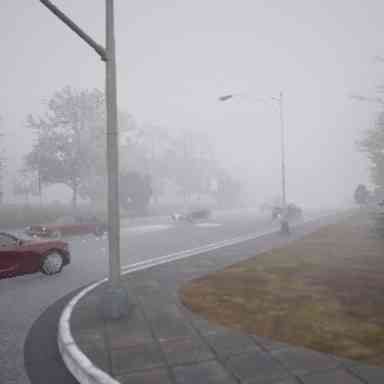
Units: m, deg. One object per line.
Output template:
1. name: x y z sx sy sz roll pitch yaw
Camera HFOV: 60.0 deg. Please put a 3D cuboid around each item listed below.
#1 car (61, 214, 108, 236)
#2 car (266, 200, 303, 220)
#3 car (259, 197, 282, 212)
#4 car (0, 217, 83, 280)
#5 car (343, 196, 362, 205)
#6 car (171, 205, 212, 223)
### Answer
1. car: -7.013 1.993 19.255 1.895 1.301 4.718 -2 -1 34
2. car: 8.803 1.777 30.737 1.837 1.490 4.892 -2 -2 32
3. car: 11.596 1.753 48.372 2.150 2.045 5.566 -2 -2 32
4. car: -5.675 1.670 8.774 1.882 1.535 5.008 -2 -1 36
5. car: 38.040 1.934 79.650 2.150 2.045 5.566 -2 -2 43
6. car: 0.032 1.904 30.124 2.128 1.511 4.902 -2 -1 32
